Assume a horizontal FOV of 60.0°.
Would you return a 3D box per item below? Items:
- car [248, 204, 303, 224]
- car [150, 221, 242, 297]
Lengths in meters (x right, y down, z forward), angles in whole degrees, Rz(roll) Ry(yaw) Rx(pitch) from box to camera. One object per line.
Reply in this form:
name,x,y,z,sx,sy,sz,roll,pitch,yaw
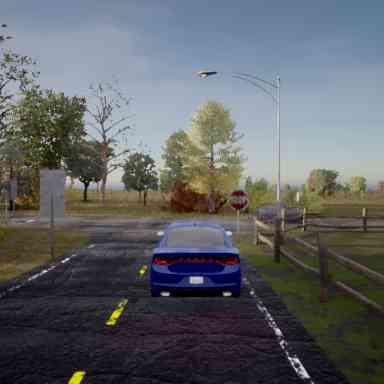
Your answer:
car,6.413,1.650,25.536,4.181,1.385,1.994,1,1,-10
car,0.074,1.475,8.612,1.882,1.535,5.008,0,0,0
